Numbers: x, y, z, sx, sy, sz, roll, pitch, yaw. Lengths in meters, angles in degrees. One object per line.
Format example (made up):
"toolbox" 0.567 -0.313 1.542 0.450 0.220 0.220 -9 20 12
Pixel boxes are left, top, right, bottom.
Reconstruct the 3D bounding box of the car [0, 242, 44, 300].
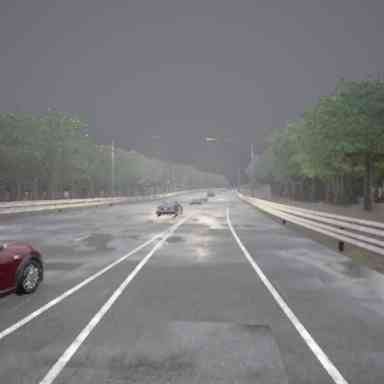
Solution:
"car" -4.661 1.345 5.938 2.097 1.767 4.553 0 0 6

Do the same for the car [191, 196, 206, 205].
"car" 0.849 1.516 57.922 2.033 1.411 5.357 0 0 6

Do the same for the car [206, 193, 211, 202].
"car" 2.651 1.512 74.921 1.895 1.301 4.718 0 0 6

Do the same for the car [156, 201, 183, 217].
"car" -2.002 1.532 31.007 2.033 1.411 5.357 0 0 6
